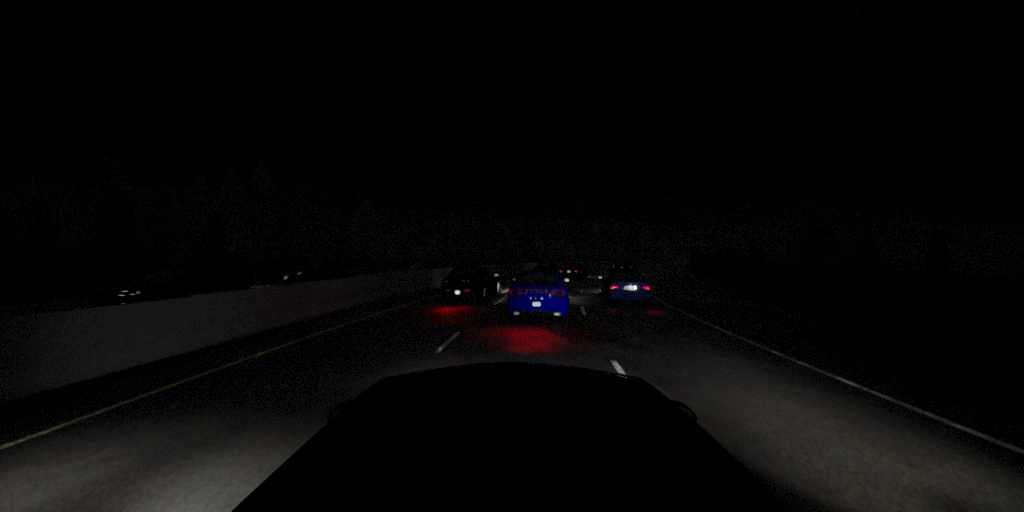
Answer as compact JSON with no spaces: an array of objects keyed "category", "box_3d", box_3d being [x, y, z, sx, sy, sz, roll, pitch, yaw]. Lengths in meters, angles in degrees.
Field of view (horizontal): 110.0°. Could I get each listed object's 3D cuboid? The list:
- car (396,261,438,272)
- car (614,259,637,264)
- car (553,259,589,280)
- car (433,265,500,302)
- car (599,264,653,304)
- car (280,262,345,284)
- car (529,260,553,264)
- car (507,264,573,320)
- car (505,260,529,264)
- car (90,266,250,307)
[{"category":"car","box_3d":[-6.867,1.180,27.239,1.882,1.535,5.008,0,0,16]},{"category":"car","box_3d":[11.127,1.064,35.440,2.097,1.767,4.553,0,0,24]},{"category":"car","box_3d":[5.288,1.264,30.502,2.033,1.411,5.357,0,0,20]},{"category":"car","box_3d":[-1.827,1.225,17.054,1.837,1.490,4.892,0,0,10]},{"category":"car","box_3d":[5.096,1.286,16.488,2.033,1.411,5.357,0,0,11]},{"category":"car","box_3d":[-14.374,1.178,26.086,2.128,1.511,4.902,0,0,14]},{"category":"car","box_3d":[3.483,1.237,35.388,1.812,1.442,4.674,0,0,21]},{"category":"car","box_3d":[0.995,1.212,12.630,1.882,1.535,5.008,0,0,7]},{"category":"car","box_3d":[0.521,1.274,53.360,2.033,1.411,5.357,0,0,31]},{"category":"car","box_3d":[-13.077,1.166,14.179,1.882,1.535,5.008,0,0,8]}]
